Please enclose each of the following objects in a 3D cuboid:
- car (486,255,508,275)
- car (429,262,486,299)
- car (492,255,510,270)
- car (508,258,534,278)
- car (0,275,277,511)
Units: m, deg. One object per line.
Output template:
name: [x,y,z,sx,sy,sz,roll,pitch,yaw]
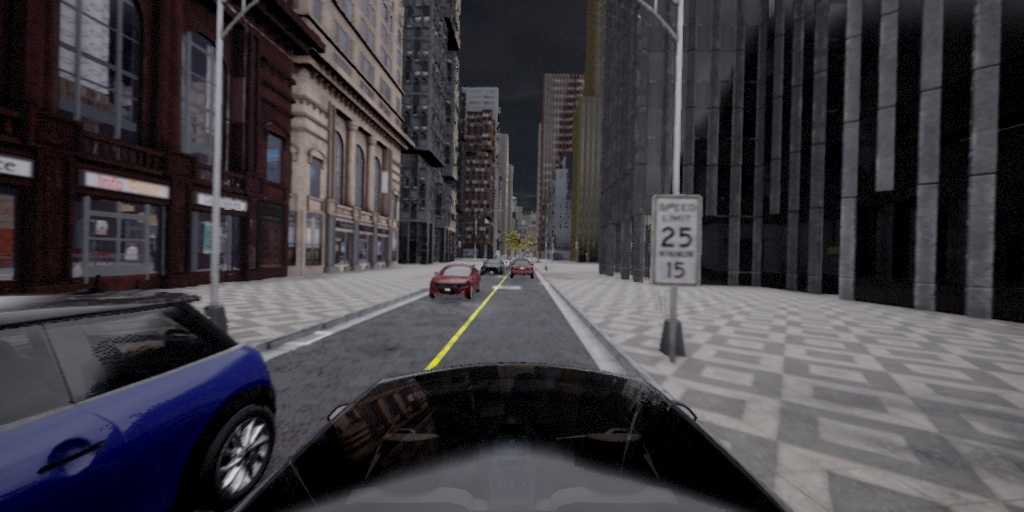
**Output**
car: [-1.913,1.024,37.345,2.097,1.767,4.553,1,0,2]
car: [-2.644,1.143,17.622,1.882,1.535,5.008,1,0,2]
car: [-1.470,0.855,51.077,2.150,2.045,5.566,1,0,2]
car: [0.974,1.081,33.802,2.097,1.767,4.553,1,0,2]
car: [-3.168,1.025,1.260,2.097,1.767,4.553,1,0,2]
